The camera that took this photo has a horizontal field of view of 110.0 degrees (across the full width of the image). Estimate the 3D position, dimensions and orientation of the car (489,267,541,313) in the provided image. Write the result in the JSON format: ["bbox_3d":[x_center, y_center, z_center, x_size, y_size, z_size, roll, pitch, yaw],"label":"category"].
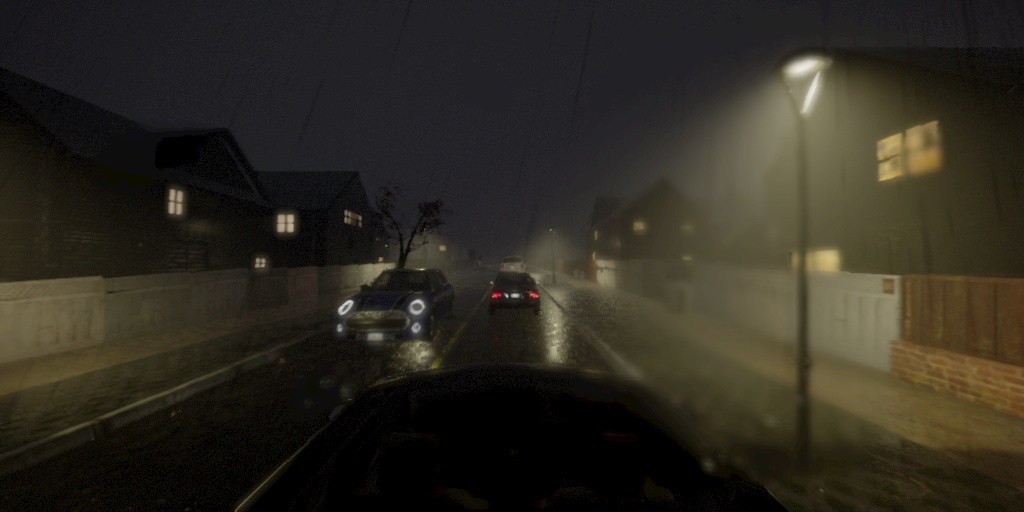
[{"bbox_3d":[0.103,1.341,14.107,2.033,1.411,5.357,0,0,0],"label":"car"}]

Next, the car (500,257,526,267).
[{"bbox_3d":[0.104,1.095,32.554,2.150,2.045,5.566,0,0,0],"label":"car"}]

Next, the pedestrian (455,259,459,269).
[{"bbox_3d":[-9.901,1.506,64.355,0.375,1.860,0.375,0,-2,5],"label":"pedestrian"}]

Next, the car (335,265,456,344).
[{"bbox_3d":[-2.849,1.129,9.757,2.097,1.767,4.553,0,0,0],"label":"car"}]
